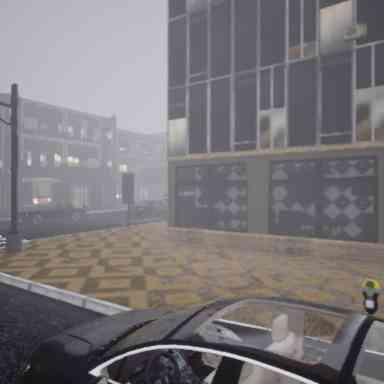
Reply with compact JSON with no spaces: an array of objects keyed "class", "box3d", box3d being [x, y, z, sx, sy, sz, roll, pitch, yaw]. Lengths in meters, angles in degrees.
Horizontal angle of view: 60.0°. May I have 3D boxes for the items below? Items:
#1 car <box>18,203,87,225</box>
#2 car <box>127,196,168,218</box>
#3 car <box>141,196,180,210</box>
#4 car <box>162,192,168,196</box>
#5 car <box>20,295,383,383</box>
[{"class":"car","box3d":[-9.932,1.476,23.479,1.895,1.301,4.718,0,1,35]},{"class":"car","box3d":[-3.025,1.306,27.892,2.033,1.411,5.357,0,1,35]},{"class":"car","box3d":[-3.474,1.173,37.555,2.008,1.369,4.403,1,2,35]},{"class":"car","box3d":[-1.754,0.853,35.279,2.150,2.045,5.566,0,2,35]},{"class":"car","box3d":[0.384,1.558,2.557,4.403,1.369,2.008,0,0,35]}]
